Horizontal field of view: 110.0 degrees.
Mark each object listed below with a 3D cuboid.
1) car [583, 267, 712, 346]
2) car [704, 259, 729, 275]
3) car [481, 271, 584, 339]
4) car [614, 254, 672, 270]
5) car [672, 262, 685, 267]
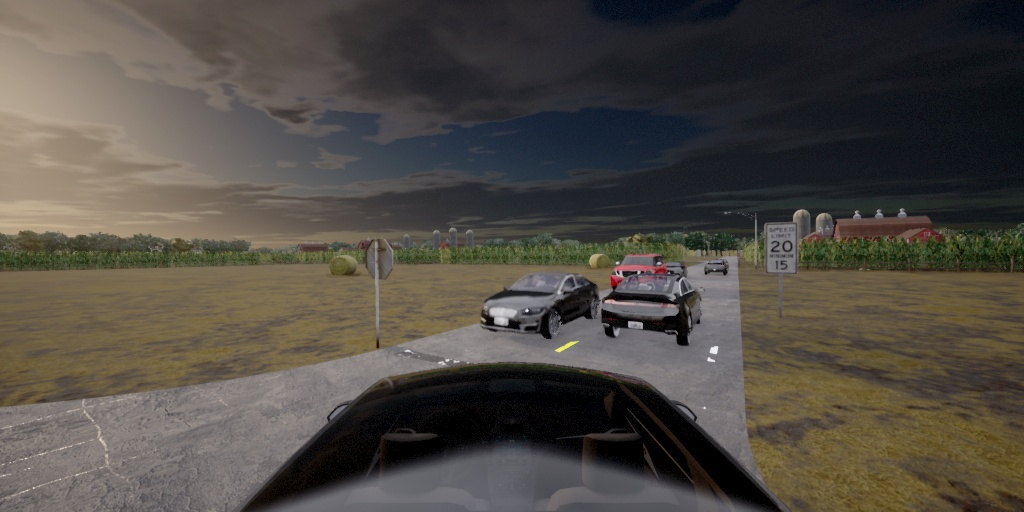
[{"bbox_3d":[3.852,1.212,9.488,2.128,1.511,4.902,0,0,32],"label":"car"},{"bbox_3d":[20.325,1.076,35.627,2.128,1.511,4.902,0,0,33],"label":"car"},{"bbox_3d":[1.027,1.213,10.232,2.128,1.511,4.902,0,0,31],"label":"car"},{"bbox_3d":[7.379,0.893,20.461,2.150,2.045,5.566,0,0,32],"label":"car"},{"bbox_3d":[13.540,1.183,30.234,1.994,1.385,4.181,0,0,33],"label":"car"}]
